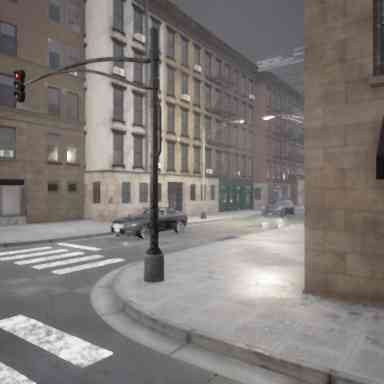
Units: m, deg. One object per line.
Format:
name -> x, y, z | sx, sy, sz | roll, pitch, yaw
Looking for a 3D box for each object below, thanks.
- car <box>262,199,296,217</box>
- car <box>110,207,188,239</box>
car -> 8.655, 1.519, 33.028 | 2.097, 1.767, 4.553 | 0, 0, 36
car -> -2.161, 1.558, 17.840 | 2.128, 1.511, 4.902 | 0, 0, 35
